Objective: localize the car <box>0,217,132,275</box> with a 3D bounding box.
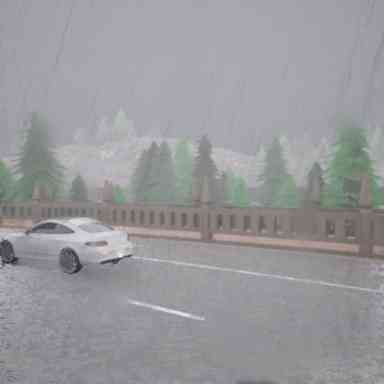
[{"bbox_3d":[-3.977,1.508,10.364,4.674,1.442,1.812,0,0,30],"label":"car"}]
